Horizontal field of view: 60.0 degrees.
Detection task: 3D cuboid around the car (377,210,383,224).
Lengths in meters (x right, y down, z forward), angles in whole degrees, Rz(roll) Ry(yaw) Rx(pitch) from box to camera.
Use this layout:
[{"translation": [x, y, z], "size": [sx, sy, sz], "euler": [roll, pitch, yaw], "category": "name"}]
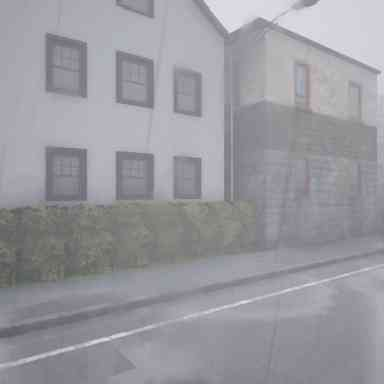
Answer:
[{"translation": [15.320, 1.775, 23.855], "size": [1.895, 1.301, 4.718], "euler": [0, 0, -29], "category": "car"}]
